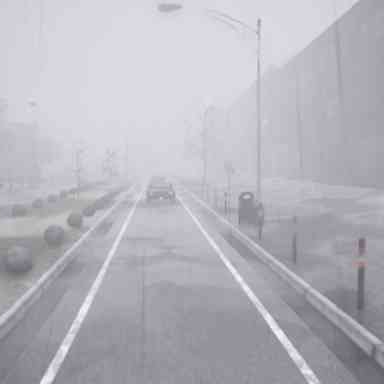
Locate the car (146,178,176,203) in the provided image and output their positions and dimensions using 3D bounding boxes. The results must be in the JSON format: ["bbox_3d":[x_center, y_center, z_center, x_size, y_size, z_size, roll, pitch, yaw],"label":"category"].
[{"bbox_3d":[-2.184,-0.064,23.201,1.895,1.301,4.718,-1,5,-6],"label":"car"}]

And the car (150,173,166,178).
[{"bbox_3d":[-4.178,-1.631,41.116,1.882,1.535,5.008,-1,5,-6],"label":"car"}]
